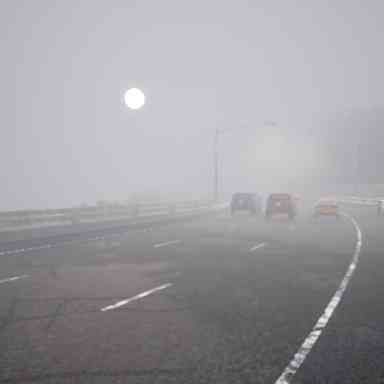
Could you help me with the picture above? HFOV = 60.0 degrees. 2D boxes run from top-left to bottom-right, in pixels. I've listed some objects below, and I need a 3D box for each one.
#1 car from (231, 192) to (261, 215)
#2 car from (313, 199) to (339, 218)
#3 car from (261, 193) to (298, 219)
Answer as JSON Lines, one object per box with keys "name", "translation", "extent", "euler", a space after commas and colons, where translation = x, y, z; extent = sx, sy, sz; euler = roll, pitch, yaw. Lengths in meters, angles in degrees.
{"name": "car", "translation": [5.223, 1.025, 31.634], "extent": [2.150, 2.045, 5.566], "euler": [1, 0, 21]}
{"name": "car", "translation": [11.536, 1.342, 28.629], "extent": [1.882, 1.535, 5.008], "euler": [1, 0, 21]}
{"name": "car", "translation": [7.586, 1.066, 27.990], "extent": [2.150, 2.045, 5.566], "euler": [1, 0, 21]}
